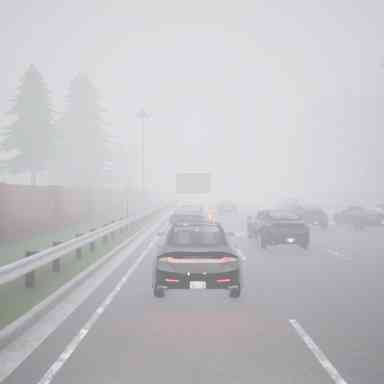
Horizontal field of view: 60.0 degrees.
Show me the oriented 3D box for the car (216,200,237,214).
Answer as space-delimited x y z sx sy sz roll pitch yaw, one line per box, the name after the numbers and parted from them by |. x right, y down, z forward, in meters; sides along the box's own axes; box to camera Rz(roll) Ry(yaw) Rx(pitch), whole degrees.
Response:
3.638 1.563 35.480 1.994 1.385 4.181 0 0 0 | car

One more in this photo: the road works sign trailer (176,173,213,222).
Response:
0.082 0.464 22.887 2.380 3.560 2.880 0 0 0 | road works sign trailer

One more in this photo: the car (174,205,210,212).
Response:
-0.049 1.474 18.970 1.882 1.535 5.008 0 0 7 | car

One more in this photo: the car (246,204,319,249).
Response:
3.615 1.504 14.589 1.837 1.490 4.892 0 0 0 | car

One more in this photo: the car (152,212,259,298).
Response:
0.109 1.491 8.522 2.128 1.511 4.902 0 0 0 | car

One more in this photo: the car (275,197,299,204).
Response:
10.640 1.352 36.837 2.097 1.767 4.553 0 0 0 | car

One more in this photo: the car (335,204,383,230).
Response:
10.617 1.525 20.790 1.812 1.442 4.674 0 0 -1 | car

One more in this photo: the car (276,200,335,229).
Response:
7.123 1.504 21.457 1.837 1.490 4.892 0 0 0 | car
